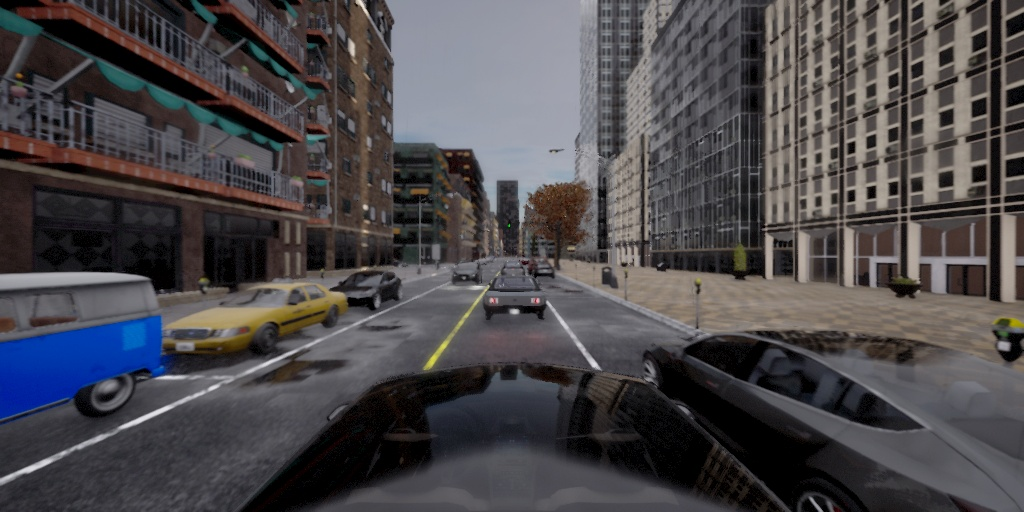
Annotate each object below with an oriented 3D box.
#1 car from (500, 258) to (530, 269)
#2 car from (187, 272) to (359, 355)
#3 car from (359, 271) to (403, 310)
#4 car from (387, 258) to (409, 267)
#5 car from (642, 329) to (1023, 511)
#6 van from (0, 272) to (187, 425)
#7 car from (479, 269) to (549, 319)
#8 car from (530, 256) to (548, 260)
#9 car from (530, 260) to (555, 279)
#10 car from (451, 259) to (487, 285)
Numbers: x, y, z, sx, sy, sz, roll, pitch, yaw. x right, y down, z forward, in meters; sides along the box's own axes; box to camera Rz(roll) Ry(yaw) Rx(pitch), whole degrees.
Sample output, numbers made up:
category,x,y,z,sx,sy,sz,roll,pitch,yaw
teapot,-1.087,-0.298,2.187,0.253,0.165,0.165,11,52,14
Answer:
category,x,y,z,sx,sy,sz,roll,pitch,yaw
car,0.081,1.158,28.318,2.128,1.511,4.902,0,0,0
car,-5.691,1.250,8.654,1.751,1.417,4.829,0,0,0
car,-5.693,1.273,14.346,1.948,1.339,4.313,0,0,0
car,-16.449,0.945,49.405,4.403,1.370,2.007,0,0,-1
car,2.691,1.310,3.302,1.948,1.339,4.313,0,0,0
van,-5.690,1.085,3.301,1.690,1.789,3.998,0,0,0
car,0.087,1.314,12.562,1.895,1.301,4.718,0,0,0
car,2.681,0.957,36.440,2.192,1.841,5.009,0,0,0
car,2.683,1.224,30.917,1.948,1.339,4.313,0,0,0
car,-3.101,1.178,25.600,1.837,1.490,4.892,0,0,0
